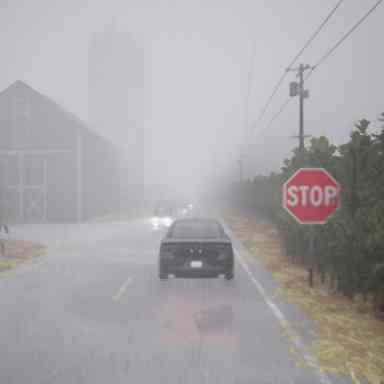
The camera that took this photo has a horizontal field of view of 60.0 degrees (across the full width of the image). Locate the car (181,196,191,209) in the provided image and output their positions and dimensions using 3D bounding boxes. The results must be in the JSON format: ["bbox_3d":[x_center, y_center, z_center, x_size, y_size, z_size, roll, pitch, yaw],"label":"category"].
[{"bbox_3d":[-1.696,1.364,45.666,2.097,1.767,4.553,0,0,4],"label":"car"}]

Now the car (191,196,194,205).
[{"bbox_3d":[-0.667,1.509,61.022,2.128,1.511,4.902,0,0,3],"label":"car"}]

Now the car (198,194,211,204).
[{"bbox_3d":[2.713,1.509,65.003,2.128,1.511,4.902,0,0,-1],"label":"car"}]

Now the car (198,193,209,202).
[{"bbox_3d":[2.511,1.206,75.111,2.097,1.767,4.553,0,0,-4],"label":"car"}]

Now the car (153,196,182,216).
[{"bbox_3d":[-2.574,1.501,33.179,2.128,1.511,4.902,0,0,5],"label":"car"}]

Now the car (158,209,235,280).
[{"bbox_3d":[0.125,1.480,9.974,1.882,1.535,5.008,0,0,1],"label":"car"}]
